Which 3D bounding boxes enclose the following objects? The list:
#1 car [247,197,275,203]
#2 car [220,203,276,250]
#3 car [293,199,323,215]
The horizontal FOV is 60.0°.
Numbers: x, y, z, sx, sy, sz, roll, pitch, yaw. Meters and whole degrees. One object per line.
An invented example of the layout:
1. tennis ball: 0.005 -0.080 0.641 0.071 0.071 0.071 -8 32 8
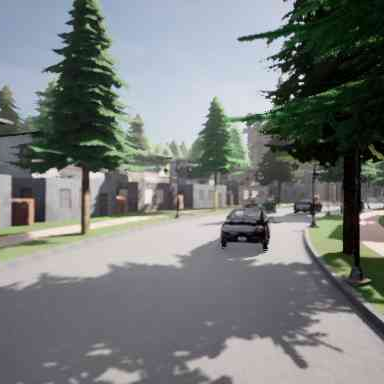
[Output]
1. car: 6.612 1.278 32.527 2.097 1.767 4.553 0 0 33
2. car: 2.425 1.457 14.245 2.128 1.511 4.902 0 0 15
3. car: 11.830 1.441 33.757 2.128 1.511 4.902 0 0 35
